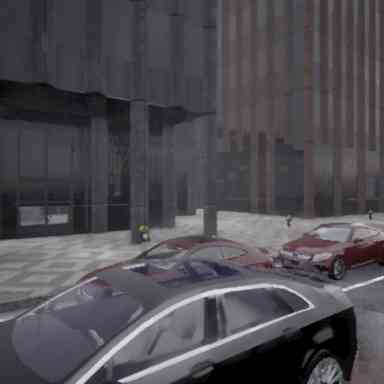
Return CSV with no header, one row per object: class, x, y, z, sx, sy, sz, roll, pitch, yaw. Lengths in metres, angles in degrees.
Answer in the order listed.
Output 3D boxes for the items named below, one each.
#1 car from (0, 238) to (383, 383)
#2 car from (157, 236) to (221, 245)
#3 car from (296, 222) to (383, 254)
car,-0.395,1.489,3.086,4.902,1.511,2.128,0,0,-35
car,-0.106,1.572,6.573,4.206,1.307,1.802,0,0,-35
car,4.337,1.558,9.742,4.206,1.307,1.802,0,0,-35
